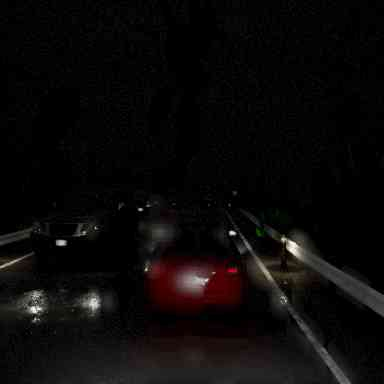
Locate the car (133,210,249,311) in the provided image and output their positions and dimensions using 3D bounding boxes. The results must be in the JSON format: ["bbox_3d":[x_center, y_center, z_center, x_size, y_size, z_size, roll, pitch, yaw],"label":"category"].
[{"bbox_3d":[0.101,1.393,7.633,1.994,1.385,4.181,0,3,1],"label":"car"}]

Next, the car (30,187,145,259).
[{"bbox_3d":[-3.336,0.883,11.573,2.150,2.045,5.566,0,2,3],"label":"car"}]

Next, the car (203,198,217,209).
[{"bbox_3d":[2.640,1.632,48.802,1.882,1.535,5.008,0,-2,2],"label":"car"}]

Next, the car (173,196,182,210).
[{"bbox_3d":[-2.054,1.113,32.641,2.033,1.411,5.357,0,-2,5],"label":"car"}]

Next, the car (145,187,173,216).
[{"bbox_3d":[-2.813,0.648,22.046,2.150,2.045,5.566,0,0,4],"label":"car"}]

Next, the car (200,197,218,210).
[{"bbox_3d":[1.986,1.326,38.657,1.812,1.442,4.674,0,-2,4],"label":"car"}]
